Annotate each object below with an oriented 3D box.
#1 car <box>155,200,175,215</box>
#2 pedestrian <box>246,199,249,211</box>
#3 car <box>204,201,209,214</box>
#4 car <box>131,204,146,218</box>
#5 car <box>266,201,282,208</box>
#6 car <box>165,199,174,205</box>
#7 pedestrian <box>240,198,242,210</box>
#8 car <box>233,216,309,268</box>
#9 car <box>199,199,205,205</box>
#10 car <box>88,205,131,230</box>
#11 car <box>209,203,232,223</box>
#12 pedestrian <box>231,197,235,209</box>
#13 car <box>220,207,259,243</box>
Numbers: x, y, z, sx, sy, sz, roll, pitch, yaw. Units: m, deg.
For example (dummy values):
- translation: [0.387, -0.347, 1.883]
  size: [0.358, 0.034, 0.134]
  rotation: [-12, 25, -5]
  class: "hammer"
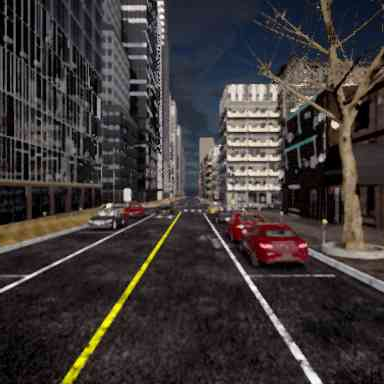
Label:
- translation: [-3.081, 1.982, 38.917]
  size: [1.994, 1.385, 4.181]
  rotation: [0, -1, 0]
  class: "car"
- translation: [8.120, 1.861, 48.705]
  size: [0.375, 1.860, 0.375]
  rotation: [-1, 0, 0]
  class: "pedestrian"
- translation: [2.795, 1.954, 39.947]
  size: [1.752, 1.417, 4.829]
  rotation: [-1, -1, 0]
  class: "car"
- translation: [-5.842, 1.912, 34.187]
  size: [1.887, 1.381, 4.507]
  rotation: [-1, -1, 0]
  class: "car"
- translation: [16.294, 2.308, 62.912]
  size: [4.403, 1.369, 2.008]
  rotation: [0, 0, 1]
  class: "car"
- translation: [-5.729, 2.467, 83.381]
  size: [1.947, 1.339, 4.313]
  rotation: [-1, -1, 0]
  class: "car"
- translation: [7.120, 1.825, 48.104]
  size: [0.375, 1.860, 0.375]
  rotation: [-1, 0, 0]
  class: "pedestrian"
- translation: [2.709, 1.706, 11.557]
  size: [1.802, 1.307, 4.206]
  rotation: [-1, -1, 0]
  class: "car"
- translation: [2.651, 2.451, 83.384]
  size: [2.008, 1.369, 4.403]
  rotation: [-1, -1, 0]
  class: "car"
- translation: [-5.812, 1.797, 22.899]
  size: [2.008, 1.369, 4.403]
  rotation: [-1, -1, 0]
  class: "car"
- translation: [2.799, 1.856, 28.489]
  size: [2.008, 1.369, 4.403]
  rotation: [-1, -1, 0]
  class: "car"
- translation: [6.120, 1.682, 49.304]
  size: [0.375, 1.860, 0.375]
  rotation: [-1, 0, 0]
  class: "pedestrian"
- translation: [2.741, 1.729, 17.201]
  size: [1.887, 1.381, 4.507]
  rotation: [-1, -1, 0]
  class: "car"
